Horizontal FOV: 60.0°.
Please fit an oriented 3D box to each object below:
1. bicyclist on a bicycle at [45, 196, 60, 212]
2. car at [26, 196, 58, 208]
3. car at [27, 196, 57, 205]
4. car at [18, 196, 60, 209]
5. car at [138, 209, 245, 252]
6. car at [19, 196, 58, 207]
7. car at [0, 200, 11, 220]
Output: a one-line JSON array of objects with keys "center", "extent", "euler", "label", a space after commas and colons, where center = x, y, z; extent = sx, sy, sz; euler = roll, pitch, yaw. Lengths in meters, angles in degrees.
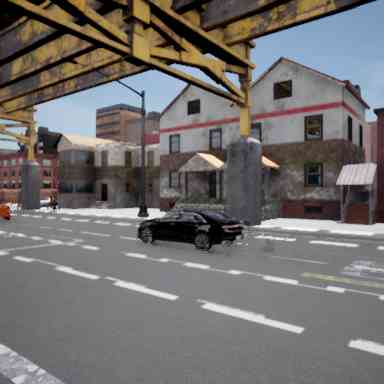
[{"center": [-14.225, 1.250, 33.875], "extent": [0.582, 1.620, 1.656], "euler": [0, 0, 38], "label": "bicyclist on a bicycle"}, {"center": [-21.729, 1.376, 48.441], "extent": [2.038, 1.542, 4.974], "euler": [0, 0, 8], "label": "car"}, {"center": [-21.722, 1.219, 48.492], "extent": [1.853, 1.218, 4.536], "euler": [0, 0, 8], "label": "car"}, {"center": [-20.568, 1.382, 44.895], "extent": [4.974, 1.542, 2.038], "euler": [0, 0, -22], "label": "car"}, {"center": [-0.176, 1.469, 13.825], "extent": [4.902, 1.511, 2.128], "euler": [0, 0, 38], "label": "car"}, {"center": [-20.520, 1.224, 44.915], "extent": [4.536, 1.218, 1.853], "euler": [0, 0, -22], "label": "car"}, {"center": [-16.260, 1.311, 26.225], "extent": [4.553, 1.767, 2.097], "euler": [0, 0, 38], "label": "car"}]
